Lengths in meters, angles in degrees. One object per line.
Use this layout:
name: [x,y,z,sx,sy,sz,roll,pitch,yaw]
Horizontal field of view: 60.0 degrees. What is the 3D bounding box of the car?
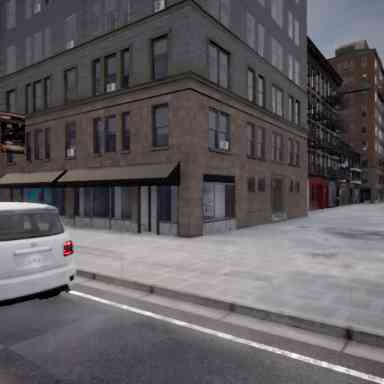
car: [-4.842,1.222,7.136,5.566,2.045,2.150,0,0,35]
